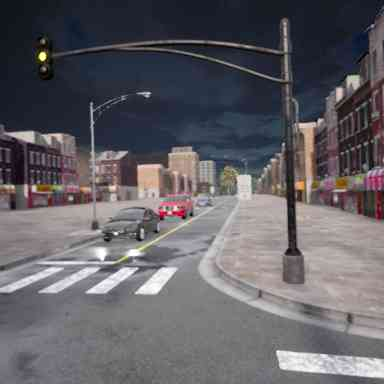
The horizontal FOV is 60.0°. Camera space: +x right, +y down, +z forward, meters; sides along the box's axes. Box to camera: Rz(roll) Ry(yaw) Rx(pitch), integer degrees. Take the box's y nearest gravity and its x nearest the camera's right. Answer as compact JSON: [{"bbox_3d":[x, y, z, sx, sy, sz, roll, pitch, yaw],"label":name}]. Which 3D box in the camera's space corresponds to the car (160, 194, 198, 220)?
[{"bbox_3d":[-1.240,1.192,27.698,2.150,2.045,5.566,-2,0,9],"label":"car"}]

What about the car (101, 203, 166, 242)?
[{"bbox_3d":[-2.969,1.567,17.038,1.837,1.490,4.892,-2,0,9],"label":"car"}]

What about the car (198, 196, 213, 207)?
[{"bbox_3d":[1.718,1.335,45.442,1.812,1.442,4.674,-2,0,10],"label":"car"}]
